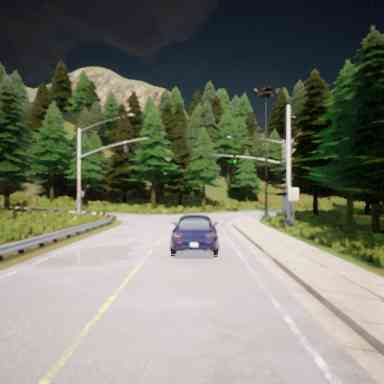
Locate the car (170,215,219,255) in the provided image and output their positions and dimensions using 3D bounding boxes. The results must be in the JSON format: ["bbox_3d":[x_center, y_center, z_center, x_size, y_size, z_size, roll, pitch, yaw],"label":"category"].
[{"bbox_3d":[0.126,1.677,13.839,1.812,1.442,4.674,0,0,1],"label":"car"}]
